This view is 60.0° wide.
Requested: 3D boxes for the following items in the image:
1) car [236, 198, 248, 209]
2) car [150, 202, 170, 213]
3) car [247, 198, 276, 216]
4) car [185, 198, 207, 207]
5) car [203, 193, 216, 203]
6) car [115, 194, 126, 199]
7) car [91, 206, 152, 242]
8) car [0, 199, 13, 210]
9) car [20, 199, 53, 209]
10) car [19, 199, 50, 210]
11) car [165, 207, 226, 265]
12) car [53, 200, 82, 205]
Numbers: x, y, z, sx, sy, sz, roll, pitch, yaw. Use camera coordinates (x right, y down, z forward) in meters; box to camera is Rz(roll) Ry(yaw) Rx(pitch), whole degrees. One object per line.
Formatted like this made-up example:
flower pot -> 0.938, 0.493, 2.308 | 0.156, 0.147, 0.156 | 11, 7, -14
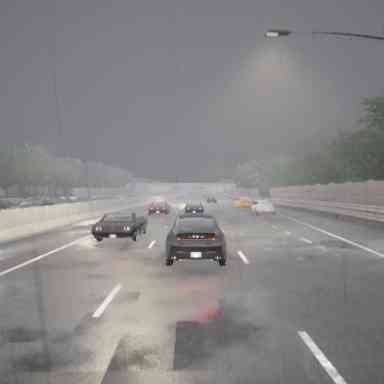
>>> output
car -> 7.279, 1.540, 46.780 | 1.882, 1.535, 5.008 | 0, 0, 1
car -> -3.270, 1.631, 34.169 | 1.895, 1.301, 4.718 | 0, 0, 0
car -> 7.053, 1.555, 33.324 | 1.812, 1.442, 4.674 | 0, 0, 2
car -> 0.231, 1.631, 34.227 | 1.895, 1.301, 4.718 | 0, 0, 0
car -> 4.042, 1.482, 71.593 | 2.097, 1.767, 4.553 | 0, 0, 1
car -> -16.851, 1.278, 78.631 | 1.812, 1.442, 4.674 | 0, 0, 1
car -> -3.366, 1.605, 16.422 | 1.895, 1.301, 4.718 | 0, 0, 0
car -> -24.384, 1.592, 41.103 | 2.033, 1.411, 5.357 | 0, 0, 1
car -> -17.431, 1.585, 37.794 | 2.033, 1.411, 5.357 | 0, 0, 1
car -> -20.864, 1.654, 44.252 | 1.895, 1.301, 4.718 | 0, 0, 1
car -> 0.120, 1.507, 11.713 | 1.837, 1.490, 4.892 | 0, 0, 0
car -> -13.926, 1.640, 38.676 | 1.895, 1.301, 4.718 | 0, 0, 1
